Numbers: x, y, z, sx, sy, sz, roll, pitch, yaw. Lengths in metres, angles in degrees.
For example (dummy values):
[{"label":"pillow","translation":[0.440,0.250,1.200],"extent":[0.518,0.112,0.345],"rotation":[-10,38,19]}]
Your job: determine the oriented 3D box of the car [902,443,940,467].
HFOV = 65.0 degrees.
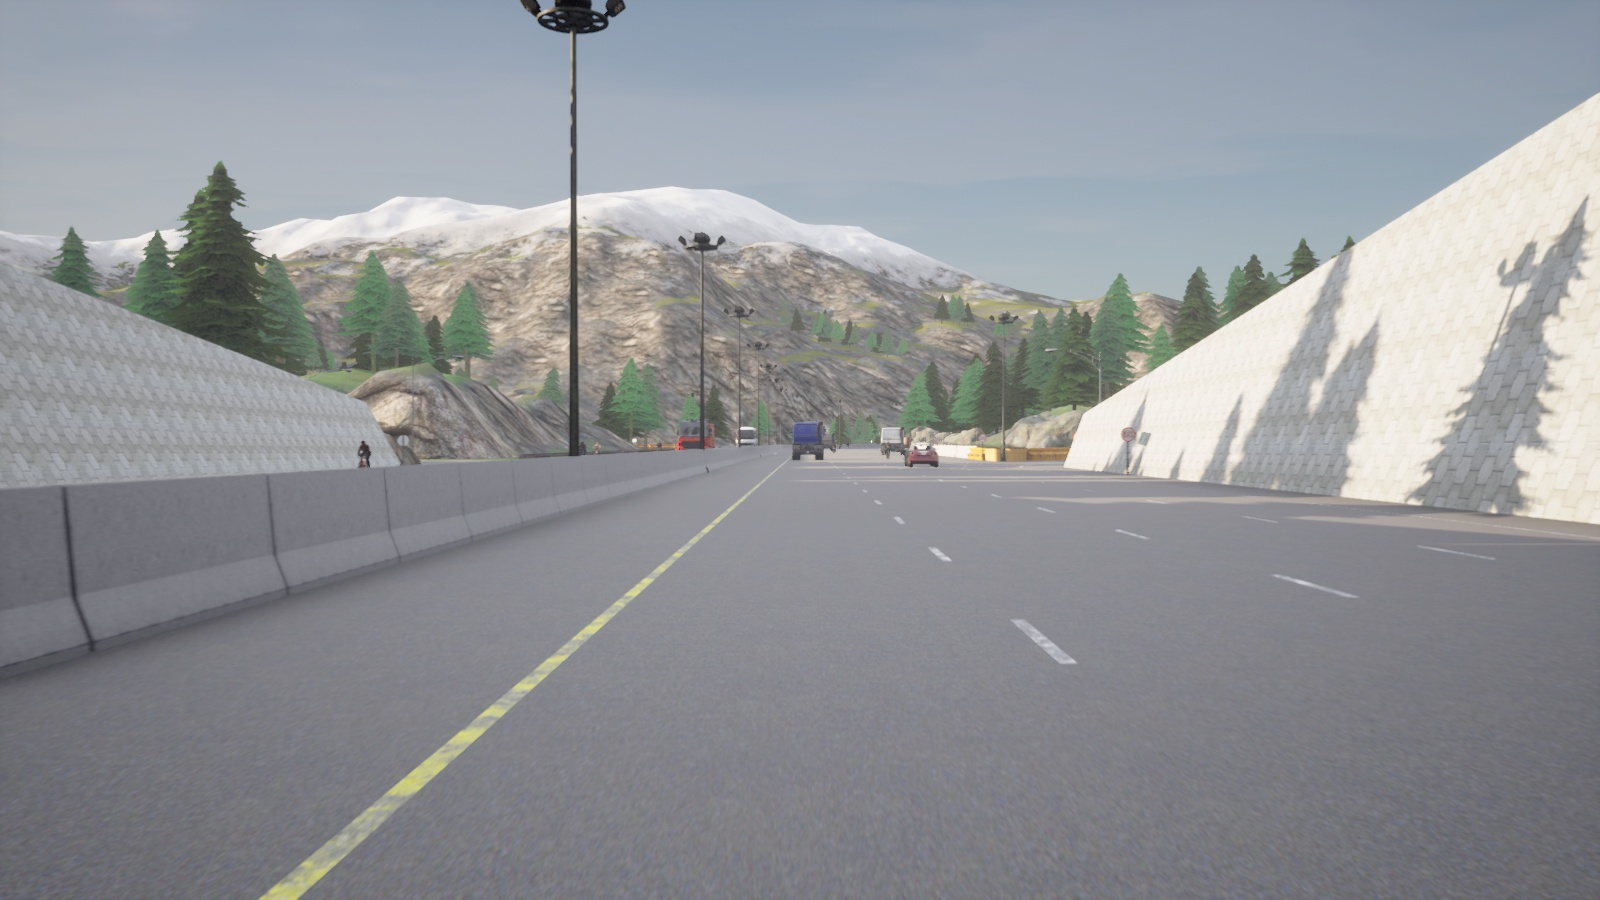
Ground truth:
[{"label":"car","translation":[7.486,0.279,77.918],"extent":[1.970,1.475,3.806],"rotation":[0,0,0]}]
